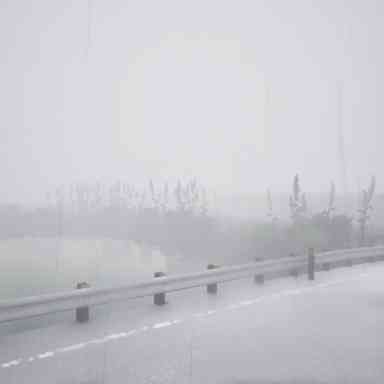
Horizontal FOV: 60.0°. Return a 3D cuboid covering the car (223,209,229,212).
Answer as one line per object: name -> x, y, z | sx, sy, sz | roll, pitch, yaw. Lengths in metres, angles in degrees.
car -> 3.907, 3.043, 54.121 | 2.128, 1.511, 4.902 | 2, -1, -43
